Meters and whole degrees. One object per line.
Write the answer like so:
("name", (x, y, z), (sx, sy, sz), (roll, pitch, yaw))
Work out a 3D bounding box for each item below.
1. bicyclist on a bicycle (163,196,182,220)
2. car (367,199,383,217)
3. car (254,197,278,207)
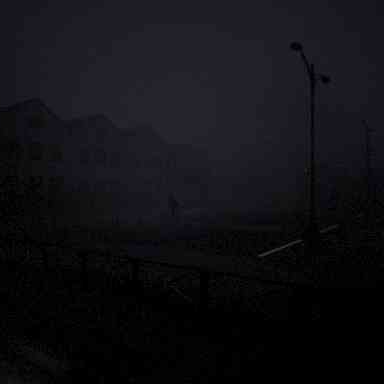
("bicyclist on a bicycle", (-1.376, 1.109, 23.031), (1.656, 1.620, 0.582), (0, 0, 35))
("car", (15.442, 1.298, 26.798), (2.007, 1.523, 4.514), (0, 0, 35))
("car", (10.440, 1.356, 46.668), (2.033, 1.411, 5.357), (0, 0, 32))
